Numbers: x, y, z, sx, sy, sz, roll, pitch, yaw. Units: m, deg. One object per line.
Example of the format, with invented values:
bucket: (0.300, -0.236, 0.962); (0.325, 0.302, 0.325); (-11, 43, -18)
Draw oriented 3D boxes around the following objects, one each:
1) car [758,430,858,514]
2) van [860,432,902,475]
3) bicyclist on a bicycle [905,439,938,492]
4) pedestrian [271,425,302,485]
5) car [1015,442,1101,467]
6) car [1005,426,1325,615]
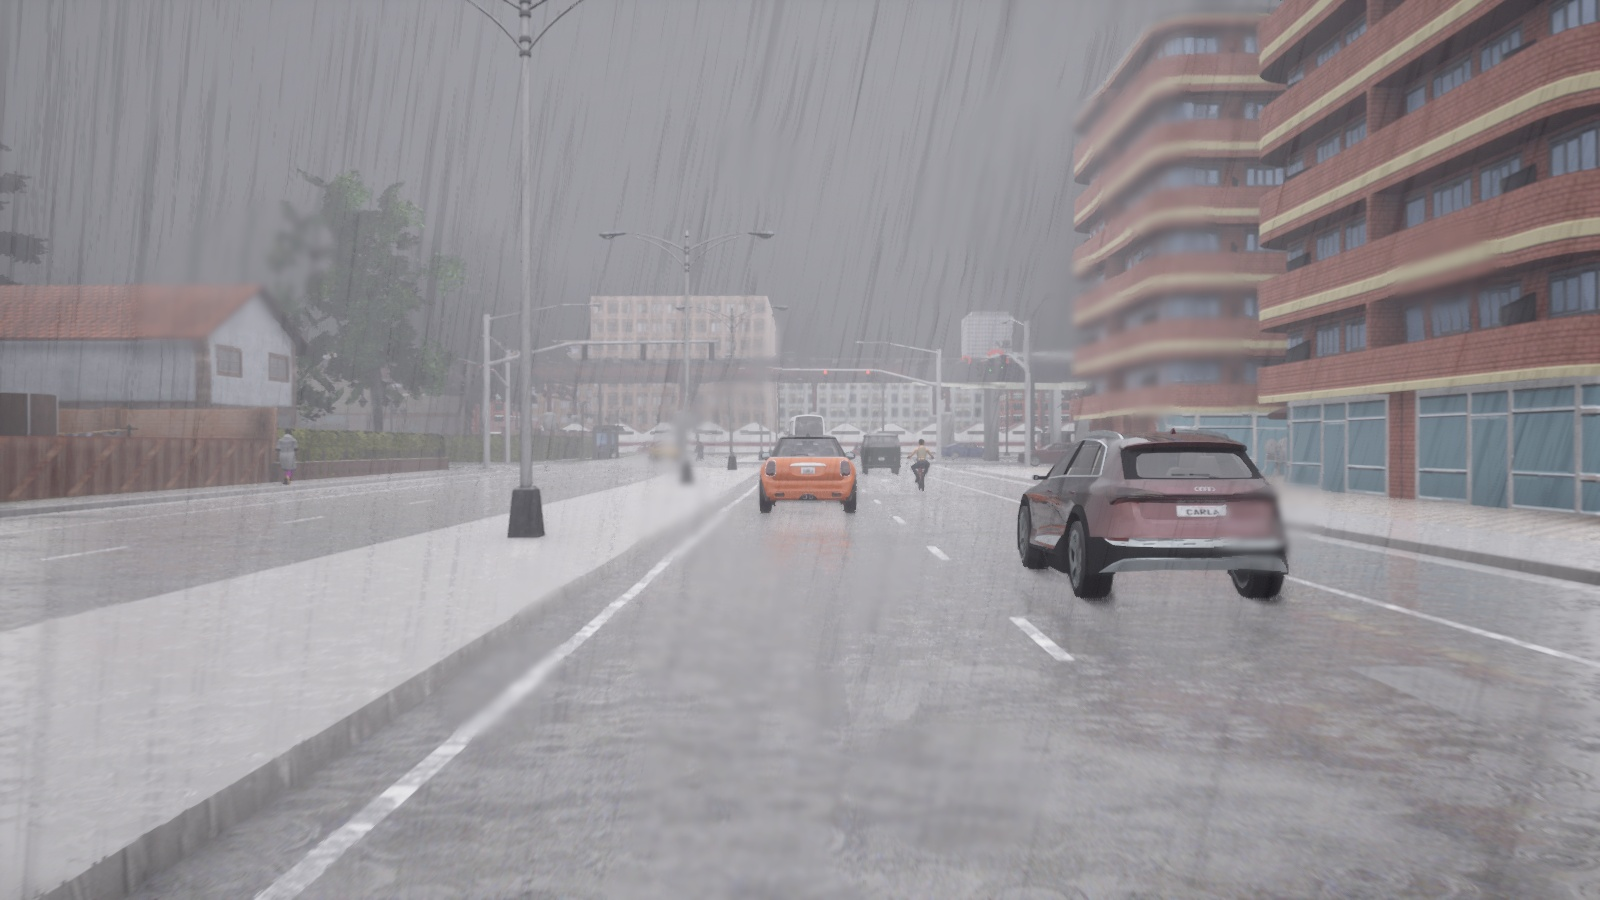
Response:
car: (0.180, 0.444, 28.503); (2.097, 1.767, 4.553); (0, 0, 0)
van: (3.865, 0.161, 60.574); (1.775, 1.987, 4.442); (0, 0, 0)
bicyclist on a bicycle: (3.745, 0.467, 38.873); (0.866, 1.612, 1.509); (0, 0, 0)
pedestrian: (-16.680, 0.158, 40.816); (0.659, 1.952, 0.873); (0, 0, -1)
car: (16.285, 0.290, 79.294); (5.008, 1.535, 1.882); (0, 0, -2)
car: (3.593, 0.604, 13.435); (2.033, 1.649, 4.856); (0, 0, 0)
